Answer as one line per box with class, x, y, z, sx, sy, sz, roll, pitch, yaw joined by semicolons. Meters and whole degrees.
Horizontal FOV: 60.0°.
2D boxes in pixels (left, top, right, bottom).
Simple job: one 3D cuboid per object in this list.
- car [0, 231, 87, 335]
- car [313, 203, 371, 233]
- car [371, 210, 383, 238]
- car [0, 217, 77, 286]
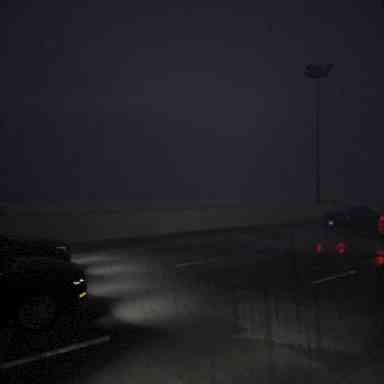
car;-4.142;1.508;5.091;4.892;1.490;1.837;-1;0;-36
car;9.229;1.449;18.935;4.674;1.442;1.812;0;0;-36
car;10.801;1.277;15.760;4.553;1.767;2.097;0;0;-36
car;-5.547;1.525;8.388;4.674;1.442;1.812;0;0;-36
